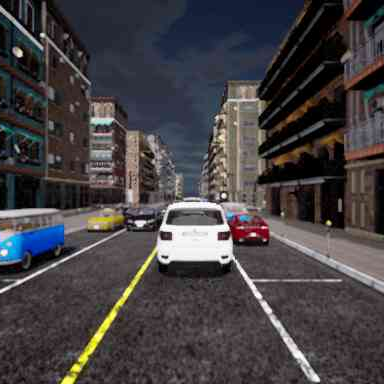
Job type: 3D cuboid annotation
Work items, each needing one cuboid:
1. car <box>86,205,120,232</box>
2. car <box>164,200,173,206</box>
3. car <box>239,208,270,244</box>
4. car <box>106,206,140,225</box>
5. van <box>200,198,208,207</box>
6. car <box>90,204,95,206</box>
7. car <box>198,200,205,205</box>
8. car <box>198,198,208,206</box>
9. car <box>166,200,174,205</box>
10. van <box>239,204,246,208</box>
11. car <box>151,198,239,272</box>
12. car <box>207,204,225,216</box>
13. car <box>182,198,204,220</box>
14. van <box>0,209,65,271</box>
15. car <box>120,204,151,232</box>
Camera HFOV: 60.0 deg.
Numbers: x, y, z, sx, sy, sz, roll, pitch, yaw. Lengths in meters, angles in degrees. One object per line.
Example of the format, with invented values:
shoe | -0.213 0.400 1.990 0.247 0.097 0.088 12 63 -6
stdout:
car | -5.705 1.806 22.286 1.752 1.417 4.829 0 -1 0
car | -5.879 2.750 82.852 1.802 1.307 4.206 -1 -1 0
car | 2.678 1.754 16.773 1.887 1.381 4.507 0 -1 0
car | -5.708 1.923 28.117 1.947 1.339 4.313 0 -1 0
van | 2.776 2.420 77.313 1.690 1.788 3.998 -1 -1 0
car | -17.759 2.196 54.589 4.206 1.307 1.802 1 -1 0
car | 2.640 2.877 94.014 1.752 1.417 4.829 -1 -1 0
car | 2.684 2.482 82.810 2.192 1.841 5.009 -1 -1 0
car | -5.881 2.824 88.373 1.947 1.339 4.313 -1 -1 0
van | 2.673 1.624 22.436 1.690 1.788 3.998 0 -1 0
car | 0.082 1.366 11.491 2.150 2.045 5.566 0 0 0
car | 2.775 2.093 39.412 1.802 1.307 4.206 0 -1 0
car | 0.085 1.668 34.712 2.150 2.045 5.566 0 -1 0
van | -5.701 1.480 11.137 1.690 1.788 3.998 0 -1 0
car | -3.110 1.773 22.344 2.128 1.511 4.902 0 -1 0
